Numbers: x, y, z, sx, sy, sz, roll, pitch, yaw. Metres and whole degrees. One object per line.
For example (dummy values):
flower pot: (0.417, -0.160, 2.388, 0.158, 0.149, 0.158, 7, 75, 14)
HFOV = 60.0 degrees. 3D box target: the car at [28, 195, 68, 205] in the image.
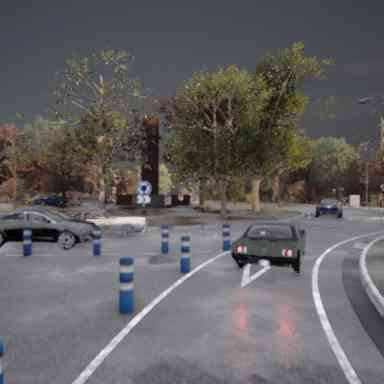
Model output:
car: (-20.669, 1.234, 48.605, 1.882, 1.535, 5.008, 0, 1, 39)

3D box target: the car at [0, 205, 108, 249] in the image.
car: (-6.389, 1.485, 14.072, 4.902, 1.511, 2.128, 0, 0, 3)

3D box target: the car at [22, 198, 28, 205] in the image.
car: (-23.198, 1.185, 50.645, 1.882, 1.535, 5.008, 0, 0, 39)

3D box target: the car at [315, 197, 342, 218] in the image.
car: (12.392, 1.287, 30.278, 2.097, 1.767, 4.553, 0, 0, 21)

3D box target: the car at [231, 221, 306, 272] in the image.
car: (2.768, 1.632, 11.097, 1.895, 1.301, 4.718, 0, 0, 21)

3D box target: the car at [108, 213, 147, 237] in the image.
car: (-4.700, 1.578, 17.106, 4.718, 1.301, 1.895, 0, 0, -2)
